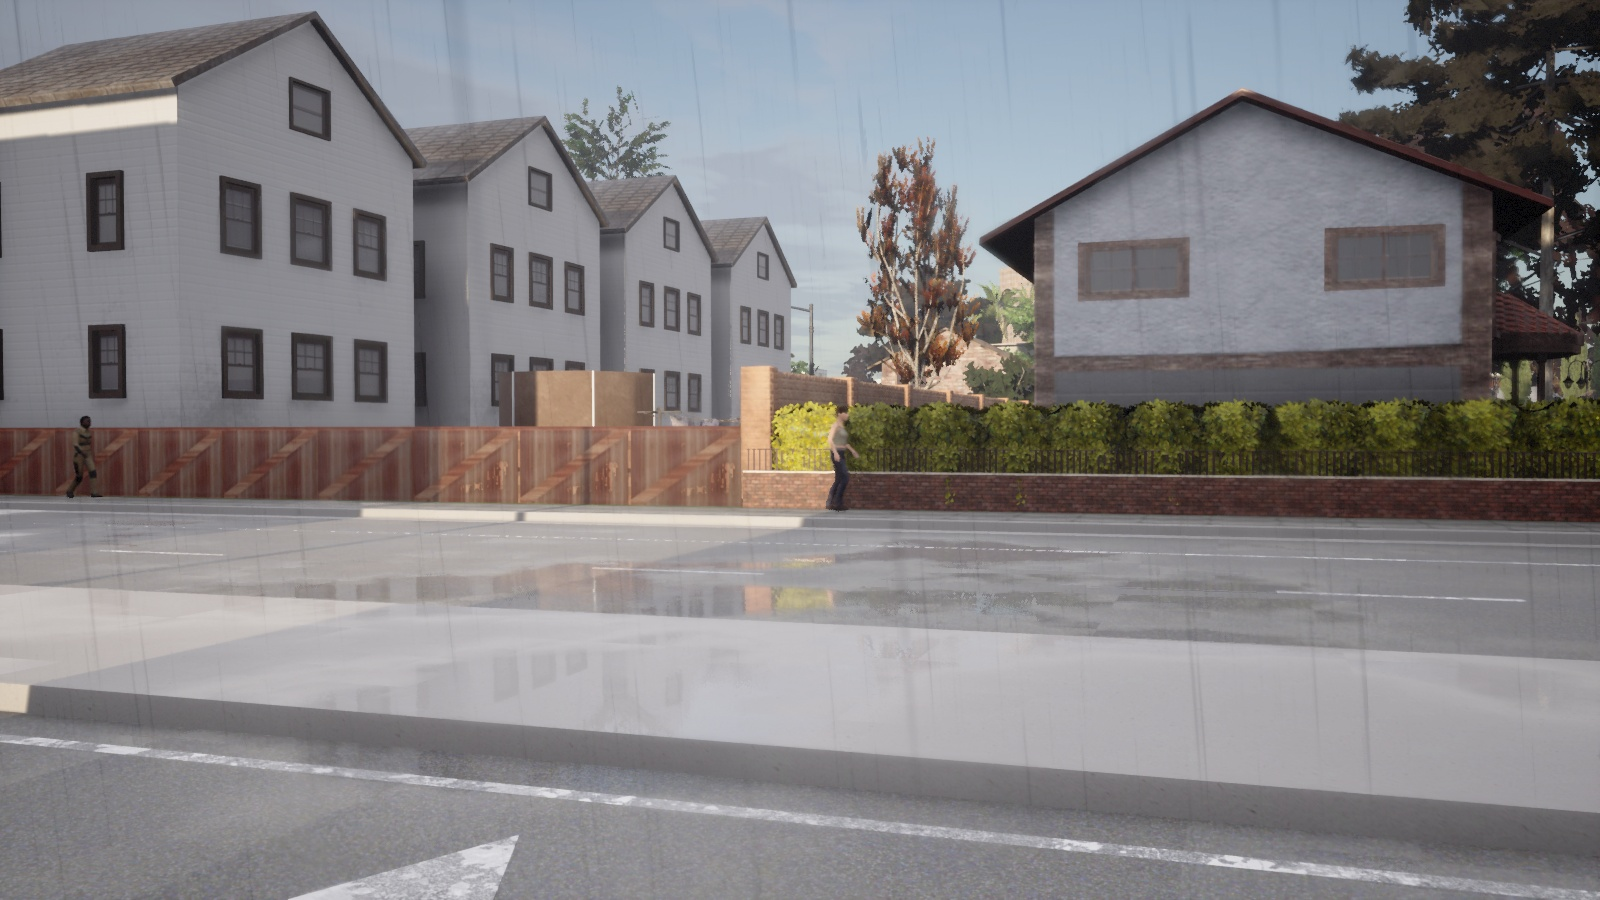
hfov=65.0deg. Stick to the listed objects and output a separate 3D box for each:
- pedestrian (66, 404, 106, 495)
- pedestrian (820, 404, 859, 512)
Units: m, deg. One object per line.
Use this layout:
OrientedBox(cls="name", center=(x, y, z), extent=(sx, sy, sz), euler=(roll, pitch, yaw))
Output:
OrientedBox(cls="pedestrian", center=(-15.299, -0.007, 26.916), extent=(0.692, 1.930, 0.396), euler=(1, 1, 21))
OrientedBox(cls="pedestrian", center=(0.679, 0.138, 21.641), extent=(0.594, 1.836, 0.345), euler=(1, 1, 20))
